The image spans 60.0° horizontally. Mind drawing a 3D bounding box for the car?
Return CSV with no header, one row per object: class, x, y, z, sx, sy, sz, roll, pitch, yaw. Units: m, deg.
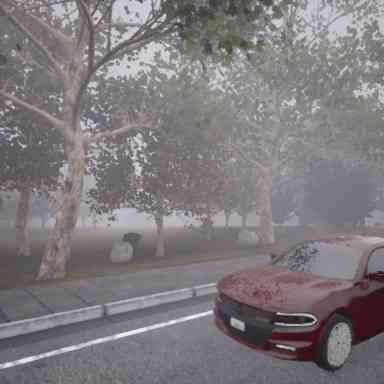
car,2.639,1.528,5.894,5.008,1.535,1.882,1,-1,-36
